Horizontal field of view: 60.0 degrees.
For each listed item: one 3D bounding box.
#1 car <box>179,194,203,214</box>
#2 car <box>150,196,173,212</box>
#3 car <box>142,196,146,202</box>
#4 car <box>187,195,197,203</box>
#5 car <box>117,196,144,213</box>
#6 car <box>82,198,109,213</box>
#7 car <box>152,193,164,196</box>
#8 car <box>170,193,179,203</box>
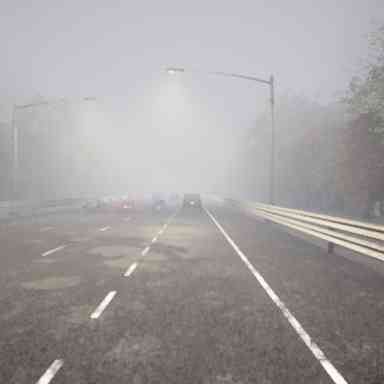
[{"bbox_3d":[0.010,1.172,35.355,2.150,2.045,5.566,0,0,0],"label":"car"},{"bbox_3d":[-3.476,1.472,37.077,1.812,1.442,4.674,0,0,1],"label":"car"},{"bbox_3d":[-10.477,1.515,67.808,1.895,1.301,4.718,0,0,1],"label":"car"},{"bbox_3d":[0.030,1.439,68.577,1.812,1.442,4.674,0,0,1],"label":"car"},{"bbox_3d":[-6.974,1.512,37.028,1.994,1.385,4.181,0,0,1],"label":"car"},{"bbox_3d":[-10.478,1.441,36.555,2.128,1.511,4.902,0,0,0],"label":"car"},{"bbox_3d":[-6.978,1.136,68.298,2.150,2.045,5.566,0,0,1],"label":"car"},{"bbox_3d":[-3.478,1.136,68.558,2.150,2.045,5.566,0,0,1],"label":"car"}]
